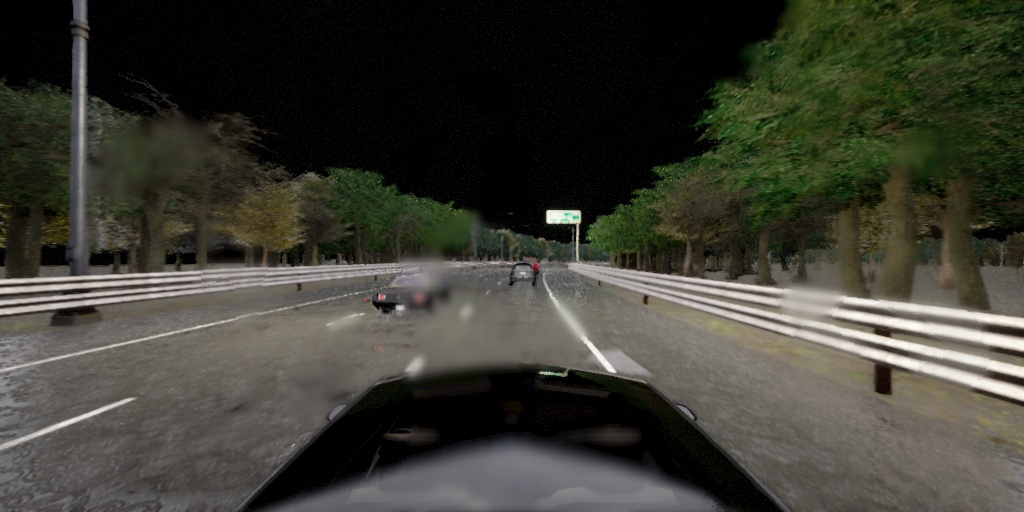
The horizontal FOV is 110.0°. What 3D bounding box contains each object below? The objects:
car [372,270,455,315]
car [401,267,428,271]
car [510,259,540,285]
[{"bbox_3d":[-3.457,1.368,13.660,1.895,1.301,4.718,0,0,2],"label":"car"},{"bbox_3d":[-6.503,1.411,24.725,1.895,1.301,4.718,0,0,4],"label":"car"},{"bbox_3d":[0.885,1.287,27.225,2.033,1.649,4.856,0,0,4],"label":"car"}]
